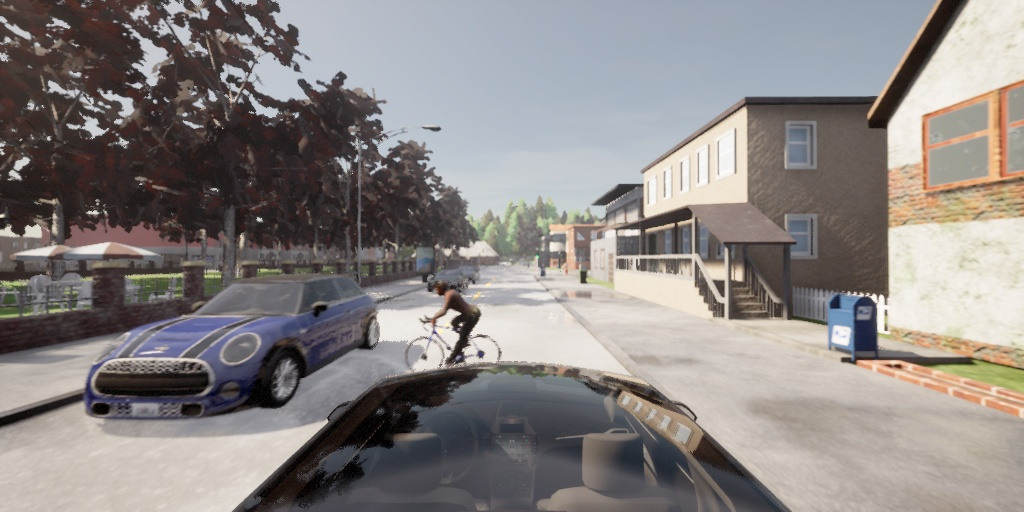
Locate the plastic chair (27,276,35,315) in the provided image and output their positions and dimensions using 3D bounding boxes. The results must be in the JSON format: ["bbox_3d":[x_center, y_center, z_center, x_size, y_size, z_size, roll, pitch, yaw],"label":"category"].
[{"bbox_3d":[-14.921,1.343,11.643,0.730,1.272,0.750,0,0,-40],"label":"plastic chair"}]

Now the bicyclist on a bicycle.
[{"bbox_3d":[-1.025,1.235,6.106,1.656,1.620,0.582,-2,0,0],"label":"bicyclist on a bicycle"}]

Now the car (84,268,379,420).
[{"bbox_3d":[-4.070,1.135,6.240,2.097,1.767,4.553,0,0,0],"label":"car"}]

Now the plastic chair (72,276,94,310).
[{"bbox_3d":[-13.148,1.359,11.341,0.750,1.272,0.730,0,0,-39],"label":"plastic chair"}]

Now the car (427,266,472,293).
[{"bbox_3d":[-3.868,1.474,22.157,1.994,1.385,4.181,0,-1,1],"label":"car"}]

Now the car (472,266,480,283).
[{"bbox_3d":[-3.821,1.524,30.606,2.033,1.411,5.357,0,0,1],"label":"car"}]

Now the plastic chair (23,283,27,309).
[{"bbox_3d":[-18.457,1.383,14.116,0.750,1.272,0.730,0,0,-40],"label":"plastic chair"}]

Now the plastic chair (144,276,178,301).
[{"bbox_3d":[-12.914,1.401,13.265,0.730,1.272,0.750,0,0,-35],"label":"plastic chair"}]

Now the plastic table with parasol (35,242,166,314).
[{"bbox_3d":[-13.895,0.762,12.373,2.482,2.480,2.482,0,0,-40],"label":"plastic table with parasol"}]

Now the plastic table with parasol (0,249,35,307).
[{"bbox_3d":[-19.193,0.792,15.153,2.482,2.480,2.482,0,0,-40],"label":"plastic table with parasol"}]
